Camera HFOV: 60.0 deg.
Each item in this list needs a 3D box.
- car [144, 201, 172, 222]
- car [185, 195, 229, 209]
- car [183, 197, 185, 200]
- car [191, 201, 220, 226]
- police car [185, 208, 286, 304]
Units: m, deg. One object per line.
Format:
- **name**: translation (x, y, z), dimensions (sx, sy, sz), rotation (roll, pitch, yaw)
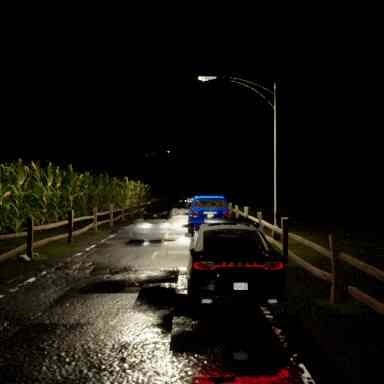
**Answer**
- **car**: translation (-2.676, 1.477, 26.755), dimensions (1.882, 1.535, 5.008), rotation (0, 0, 0)
- **car**: translation (0.875, 1.224, 18.244), dimensions (2.150, 2.045, 5.566), rotation (0, 0, 0)
- **car**: translation (0.156, 1.623, 46.274), dimensions (1.895, 1.301, 4.718), rotation (0, 0, 1)
- **car**: translation (0.891, 1.477, 24.213), dimensions (1.882, 1.535, 5.008), rotation (0, 0, 0)
- **police car**: translation (0.847, 1.425, 8.324), dimensions (1.930, 1.638, 5.238), rotation (0, 0, 0)
